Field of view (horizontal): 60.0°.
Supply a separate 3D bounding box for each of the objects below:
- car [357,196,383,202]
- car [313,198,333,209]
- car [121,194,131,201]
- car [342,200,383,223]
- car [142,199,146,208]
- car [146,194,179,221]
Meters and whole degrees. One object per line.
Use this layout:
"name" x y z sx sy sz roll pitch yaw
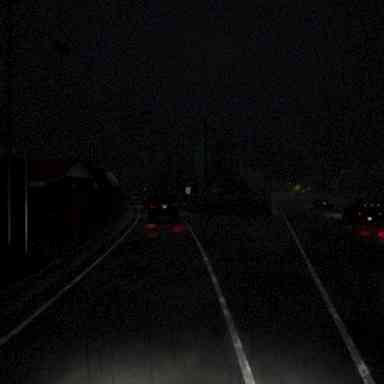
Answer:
"car" 18.867 1.395 36.298 2.033 1.411 5.357 0 0 13
"car" 16.877 1.397 43.067 1.994 1.385 4.181 0 0 13
"car" -15.837 1.312 79.558 1.837 1.490 4.892 0 0 -21
"car" 12.486 1.498 24.570 1.895 1.301 4.718 0 0 13
"car" -5.614 1.448 45.141 1.994 1.385 4.181 0 0 -12
"car" -2.325 1.151 26.318 2.150 2.045 5.566 0 0 -8
